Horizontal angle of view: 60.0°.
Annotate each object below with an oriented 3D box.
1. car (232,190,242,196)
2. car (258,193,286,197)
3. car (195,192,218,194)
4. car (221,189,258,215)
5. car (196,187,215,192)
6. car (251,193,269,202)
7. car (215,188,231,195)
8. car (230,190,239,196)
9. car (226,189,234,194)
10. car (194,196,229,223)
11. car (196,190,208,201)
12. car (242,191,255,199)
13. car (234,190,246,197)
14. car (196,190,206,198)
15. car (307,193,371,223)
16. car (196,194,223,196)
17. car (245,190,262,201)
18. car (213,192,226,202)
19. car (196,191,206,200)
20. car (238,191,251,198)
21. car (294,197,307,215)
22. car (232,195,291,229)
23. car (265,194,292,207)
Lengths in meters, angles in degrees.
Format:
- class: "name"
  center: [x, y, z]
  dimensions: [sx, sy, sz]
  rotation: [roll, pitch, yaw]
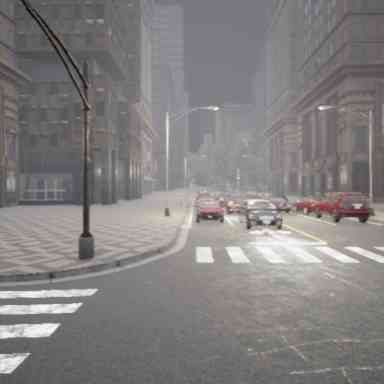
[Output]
- class: "car"
  center: [10.446, 0.210, 77.256]
  dimensions: [1.752, 1.417, 4.829]
  rotation: [1, 1, 1]
- class: "car"
  center: [7.069, 1.074, 28.850]
  dimensions: [2.033, 1.411, 5.357]
  rotation: [0, 1, 1]
- class: "car"
  center: [1.266, 1.025, 32.890]
  dimensions: [1.887, 1.381, 4.507]
  rotation: [0, 1, 1]
- class: "car"
  center: [3.865, 0.898, 27.985]
  dimensions: [2.097, 1.767, 4.553]
  rotation: [0, 1, 1]
- class: "car"
  center: [1.431, 0.622, 43.965]
  dimensions: [2.192, 1.841, 5.009]
  rotation: [0, 1, 1]
- class: "car"
  center: [10.035, 0.781, 49.387]
  dimensions: [1.802, 1.307, 4.206]
  rotation: [0, 1, 1]
- class: "car"
  center: [4.019, 0.751, 37.806]
  dimensions: [2.097, 1.767, 4.553]
  rotation: [0, 1, 1]
- class: "car"
  center: [10.524, 0.145, 82.626]
  dimensions: [1.947, 1.339, 4.313]
  rotation: [1, 1, 1]
- class: "car"
  center: [10.690, -0.123, 93.872]
  dimensions: [1.752, 1.417, 4.829]
  rotation: [1, 1, 1]
- class: "car"
  center: [1.103, 1.186, 21.812]
  dimensions: [1.887, 1.381, 4.507]
  rotation: [0, 1, 1]
- class: "car"
  center: [1.593, 0.560, 55.046]
  dimensions: [1.967, 1.590, 4.097]
  rotation: [0, 1, 1]
- class: "car"
  center: [10.198, 0.587, 60.467]
  dimensions: [1.802, 1.307, 4.206]
  rotation: [1, 1, 1]
- class: "car"
  center: [10.361, 0.362, 71.547]
  dimensions: [1.947, 1.339, 4.313]
  rotation: [1, 1, 1]
- class: "car"
  center: [1.757, 0.359, 66.124]
  dimensions: [1.967, 1.590, 4.097]
  rotation: [1, 1, 1]
- class: "car"
  center: [9.628, 0.940, 21.685]
  dimensions: [2.192, 1.841, 5.009]
  rotation: [0, 1, 1]
- class: "car"
  center: [1.184, 1.112, 27.351]
  dimensions: [2.008, 1.369, 4.403]
  rotation: [0, 1, 1]
- class: "car"
  center: [10.118, 0.544, 54.925]
  dimensions: [1.967, 1.590, 4.097]
  rotation: [1, 1, 1]
- class: "car"
  center: [4.319, 0.700, 53.130]
  dimensions: [1.812, 1.442, 4.674]
  rotation: [0, 1, 1]
- class: "car"
  center: [1.672, 0.550, 60.417]
  dimensions: [1.752, 1.417, 4.829]
  rotation: [1, 1, 1]
- class: "car"
  center: [10.280, 0.468, 66.007]
  dimensions: [1.947, 1.339, 4.313]
  rotation: [1, 1, 1]
- class: "car"
  center: [9.709, 1.089, 27.228]
  dimensions: [1.887, 1.381, 4.507]
  rotation: [0, 1, 1]
- class: "car"
  center: [3.729, 1.170, 18.820]
  dimensions: [2.128, 1.511, 4.902]
  rotation: [0, 1, 1]
- class: "car"
  center: [9.872, 0.945, 38.307]
  dimensions: [1.947, 1.339, 4.313]
  rotation: [0, 1, 1]
